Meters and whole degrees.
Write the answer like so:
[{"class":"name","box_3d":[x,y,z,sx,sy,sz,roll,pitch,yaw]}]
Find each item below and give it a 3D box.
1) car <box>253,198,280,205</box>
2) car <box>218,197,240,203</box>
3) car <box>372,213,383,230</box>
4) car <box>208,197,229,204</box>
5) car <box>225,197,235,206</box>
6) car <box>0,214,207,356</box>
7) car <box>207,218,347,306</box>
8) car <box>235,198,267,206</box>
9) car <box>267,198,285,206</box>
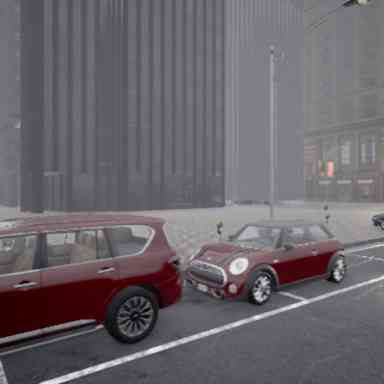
[{"class":"car","box_3d":[15.147,1.933,67.744,2.033,1.411,5.357,0,-1,-35]},{"class":"car","box_3d":[8.588,1.861,76.966,2.033,1.411,5.357,0,-1,-35]},{"class":"car","box_3d":[11.741,1.336,17.170,2.008,1.369,4.403,-1,0,-45]},{"class":"car","box_3d":[5.938,1.820,75.085,1.837,1.490,4.892,0,-1,-35]},{"class":"car","box_3d":[6.153,1.917,63.506,1.812,1.442,4.674,0,-1,-35]},{"class":"car","box_3d":[-2.471,1.314,4.884,5.009,1.841,2.192,0,0,-36]},{"class":"car","box_3d":[1.843,1.428,7.965,4.097,1.590,1.967,0,0,-36]},{"class":"car","box_3d":[10.984,1.830,62.278,1.882,1.535,5.008,0,-1,-35]},{"class":"car","box_3d":[14.966,1.930,62.370,1.895,1.301,4.718,0,-1,-35]}]
